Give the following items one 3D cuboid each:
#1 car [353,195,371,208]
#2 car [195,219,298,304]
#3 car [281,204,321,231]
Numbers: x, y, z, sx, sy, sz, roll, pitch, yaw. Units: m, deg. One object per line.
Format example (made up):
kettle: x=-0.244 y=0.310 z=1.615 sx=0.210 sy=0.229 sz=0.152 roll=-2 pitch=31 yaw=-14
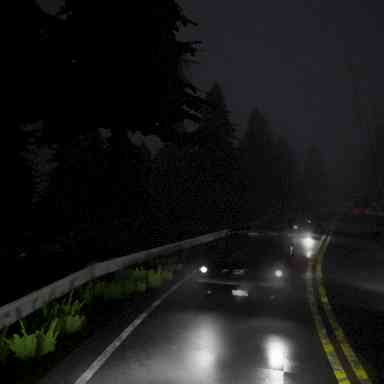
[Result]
car: x=20.608 y=1.058 z=40.249 sx=2.128 sy=1.511 sz=4.902 roll=-2 pitch=0 yaw=28
car: x=1.581 y=1.598 z=8.416 sx=1.895 sy=1.301 sz=4.718 roll=-1 pitch=0 yaw=18
car: x=6.658 y=1.460 z=20.059 sx=2.033 sy=1.411 sz=5.357 roll=-2 pitch=0 yaw=26
